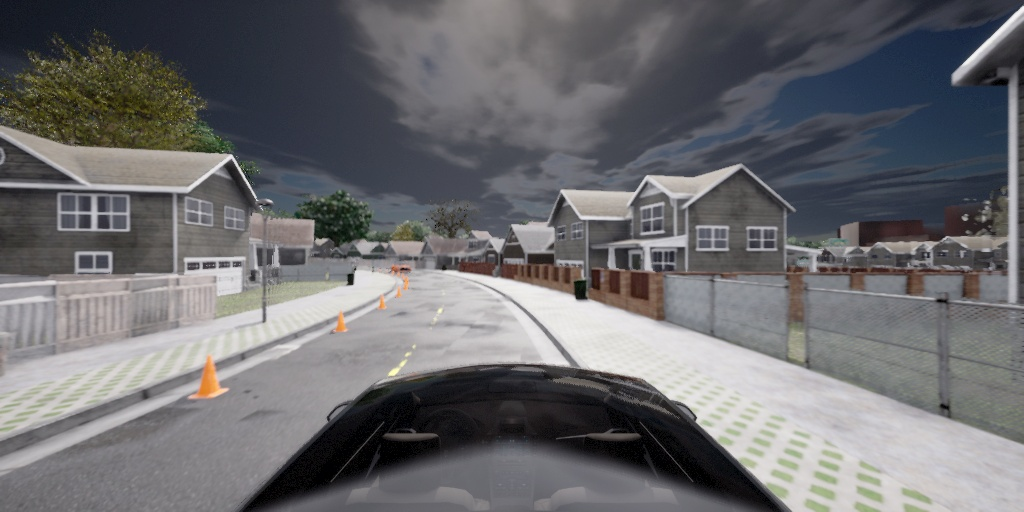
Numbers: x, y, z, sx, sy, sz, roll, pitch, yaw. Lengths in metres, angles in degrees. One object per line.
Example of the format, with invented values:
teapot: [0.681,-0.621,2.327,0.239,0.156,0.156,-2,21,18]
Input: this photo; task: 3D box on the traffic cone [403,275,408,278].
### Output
traffic cone: [-8.564,2.056,29.370,0.340,0.580,0.340,0,0,-16]

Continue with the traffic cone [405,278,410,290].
traffic cone: [-7.307,2.012,24.651,0.340,0.580,0.340,0,0,-14]

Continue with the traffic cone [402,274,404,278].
traffic cone: [-10.041,2.091,34.025,0.340,0.580,0.340,0,0,-19]

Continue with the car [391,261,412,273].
car: [-16.103,1.562,52.105,2.097,1.767,4.553,0,0,-30]

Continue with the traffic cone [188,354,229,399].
traffic cone: [-4.516,1.766,5.343,0.340,0.580,0.340,0,0,-3]

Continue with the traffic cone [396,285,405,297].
traffic cone: [-6.272,1.960,19.878,0.340,0.580,0.340,0,0,-11]

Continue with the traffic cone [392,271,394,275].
traffic cone: [-15.752,2.157,47.506,0.340,0.580,0.340,0,0,-27]

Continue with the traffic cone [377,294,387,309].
traffic cone: [-5.460,1.900,15.063,0.340,0.580,0.340,0,0,-8]

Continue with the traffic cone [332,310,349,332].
traffic cone: [-4.874,1.833,10.214,0.340,0.580,0.340,0,0,-6]

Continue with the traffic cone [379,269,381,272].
traffic cone: [-20.585,2.195,55.991,0.340,0.580,0.340,0,0,-32]

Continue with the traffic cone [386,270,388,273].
traffic cone: [-18.069,2.176,51.805,0.340,0.580,0.340,0,0,-30]
